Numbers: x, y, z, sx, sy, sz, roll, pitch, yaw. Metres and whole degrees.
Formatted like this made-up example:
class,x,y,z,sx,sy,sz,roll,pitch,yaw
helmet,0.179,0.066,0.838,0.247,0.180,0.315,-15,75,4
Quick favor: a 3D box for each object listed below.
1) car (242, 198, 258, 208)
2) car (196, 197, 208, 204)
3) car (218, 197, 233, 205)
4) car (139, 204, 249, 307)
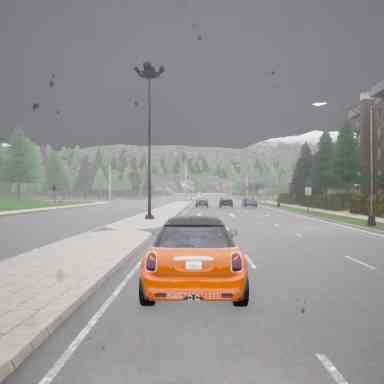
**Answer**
class,x,y,z,sx,sy,sz,roll,pitch,yaw
car,8.488,1.547,49.227,2.033,1.411,5.357,0,0,2
car,1.480,1.526,49.147,1.812,1.442,4.674,0,0,2
car,4.990,1.477,49.356,1.882,1.535,5.008,0,0,2
car,0.068,1.352,8.168,2.097,1.767,4.553,0,0,1
